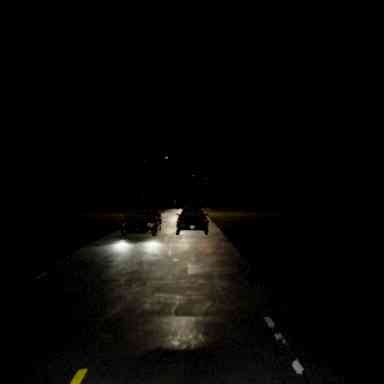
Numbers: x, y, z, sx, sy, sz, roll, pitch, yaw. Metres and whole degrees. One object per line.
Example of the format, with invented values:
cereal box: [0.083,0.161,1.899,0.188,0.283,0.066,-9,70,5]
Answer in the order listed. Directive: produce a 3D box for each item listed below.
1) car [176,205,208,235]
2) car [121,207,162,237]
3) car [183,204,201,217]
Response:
car: [0.017,1.708,20.123,1.812,1.442,4.674,0,0,0]
car: [-2.813,1.655,19.357,1.882,1.535,5.008,0,-1,0]
car: [-0.036,2.088,38.019,1.895,1.301,4.718,0,-1,0]
